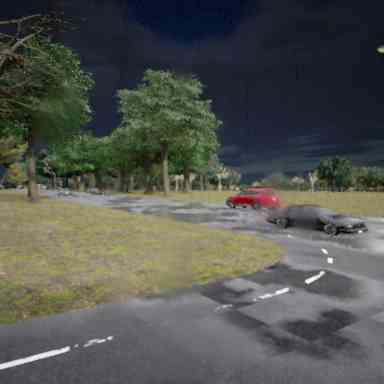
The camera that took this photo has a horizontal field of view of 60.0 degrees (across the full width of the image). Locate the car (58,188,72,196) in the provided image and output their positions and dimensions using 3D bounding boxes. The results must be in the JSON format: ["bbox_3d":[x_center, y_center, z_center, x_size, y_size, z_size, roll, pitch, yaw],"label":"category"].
[{"bbox_3d":[-23.376,0.026,61.094,2.128,1.511,4.902,-1,2,-30],"label":"car"}]

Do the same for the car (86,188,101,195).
[{"bbox_3d":[-19.855,-0.111,67.191,1.994,1.385,4.181,-1,2,-35],"label":"car"}]

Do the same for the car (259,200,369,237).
[{"bbox_3d":[6.451,1.432,17.932,2.033,1.411,5.357,-1,2,-35],"label":"car"}]

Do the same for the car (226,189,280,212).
[{"bbox_3d":[5.639,0.698,31.190,2.150,2.045,5.566,-1,2,-35],"label":"car"}]
